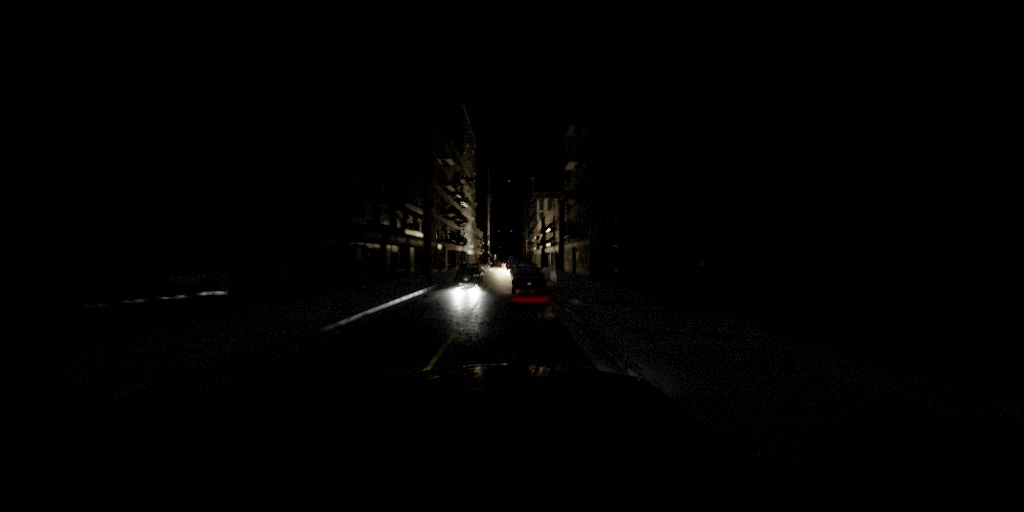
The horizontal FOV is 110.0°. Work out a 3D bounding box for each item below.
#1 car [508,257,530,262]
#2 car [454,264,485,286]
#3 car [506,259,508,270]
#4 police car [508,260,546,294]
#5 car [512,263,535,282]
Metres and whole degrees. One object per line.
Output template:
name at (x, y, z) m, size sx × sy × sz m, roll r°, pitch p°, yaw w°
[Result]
car at (0.900, 1.106, 37.056) m, size 2.150 × 2.045 × 5.566 m, roll 0°, pitch 0°, yaw 0°
car at (-3.096, 1.324, 26.590) m, size 2.128 × 1.511 × 4.902 m, roll 0°, pitch 0°, yaw 0°
car at (-0.001, 1.599, 56.596) m, size 1.895 × 1.301 × 4.718 m, roll 0°, pitch 0°, yaw 0°
police car at (0.900, 1.238, 21.134) m, size 1.930 × 1.638 × 5.238 m, roll 0°, pitch 0°, yaw 0°
car at (0.900, 1.378, 31.024) m, size 1.812 × 1.442 × 4.674 m, roll 0°, pitch 0°, yaw 0°
